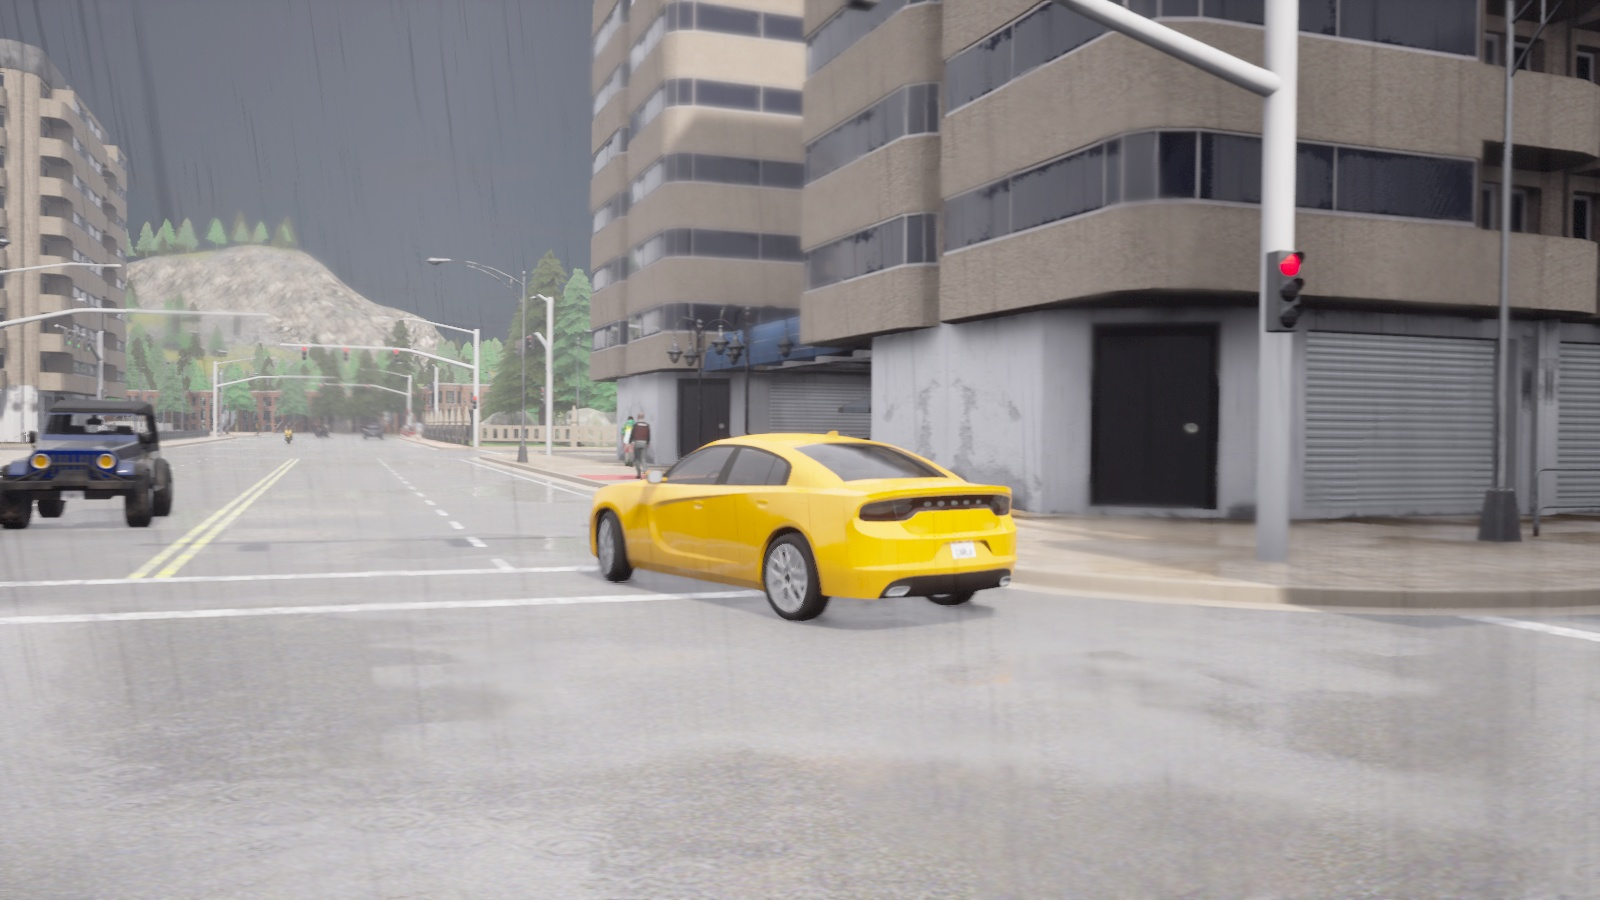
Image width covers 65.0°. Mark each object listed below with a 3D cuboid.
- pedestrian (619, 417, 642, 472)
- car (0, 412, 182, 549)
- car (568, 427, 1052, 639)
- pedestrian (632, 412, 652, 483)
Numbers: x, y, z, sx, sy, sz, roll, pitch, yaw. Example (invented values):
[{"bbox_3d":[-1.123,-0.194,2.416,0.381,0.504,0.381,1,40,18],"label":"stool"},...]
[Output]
[{"bbox_3d":[-6.030,-0.205,44.634,0.659,1.952,0.873,-1,1,-18],"label":"pedestrian"},{"bbox_3d":[-10.851,0.395,19.414,1.905,1.878,3.866,-1,1,-20],"label":"car"},{"bbox_3d":[-0.181,0.586,11.798,1.882,1.535,5.008,-2,1,-37],"label":"car"},{"bbox_3d":[-4.191,-0.064,33.302,0.376,1.854,0.720,-1,1,-20],"label":"pedestrian"}]
